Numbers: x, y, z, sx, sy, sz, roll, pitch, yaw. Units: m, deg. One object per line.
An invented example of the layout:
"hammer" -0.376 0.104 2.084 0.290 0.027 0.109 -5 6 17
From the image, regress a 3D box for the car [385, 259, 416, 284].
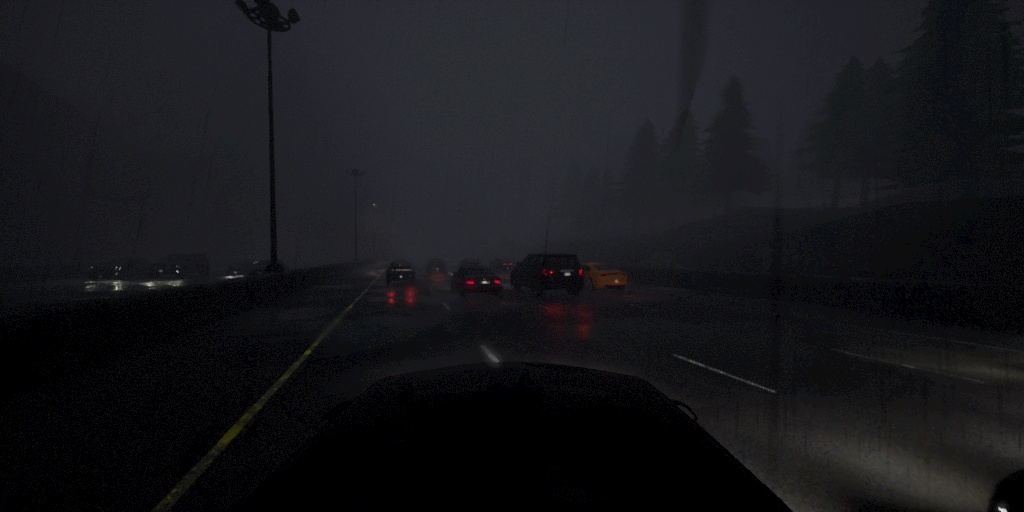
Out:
"car" -7.816 1.104 25.193 2.128 1.511 4.902 0 0 -17

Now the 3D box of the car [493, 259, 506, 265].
"car" -1.167 1.046 39.104 1.837 1.490 4.892 0 -1 -18

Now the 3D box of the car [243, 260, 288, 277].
"car" -20.768 1.070 30.780 1.837 1.490 4.892 0 0 -17

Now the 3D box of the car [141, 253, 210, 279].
"car" -27.976 0.780 30.379 2.150 2.045 5.566 0 0 -17

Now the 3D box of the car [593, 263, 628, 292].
"car" 4.596 1.130 20.690 1.882 1.535 5.008 0 0 -17

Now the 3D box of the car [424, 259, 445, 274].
"car" -8.140 1.044 37.941 1.837 1.490 4.892 0 0 -17

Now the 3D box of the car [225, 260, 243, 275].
"car" -25.700 1.085 34.863 2.033 1.411 5.357 0 0 -17

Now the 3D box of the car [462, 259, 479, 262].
"car" -4.435 1.025 37.823 1.882 1.535 5.008 0 0 -17

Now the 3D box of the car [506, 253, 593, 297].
"car" 1.641 0.882 18.414 2.150 2.045 5.566 0 0 -17

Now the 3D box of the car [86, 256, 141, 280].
"car" -31.108 0.915 28.673 2.097 1.767 4.553 0 0 -17

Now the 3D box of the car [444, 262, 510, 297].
"car" -1.971 1.205 18.235 2.033 1.411 5.357 0 0 -17
